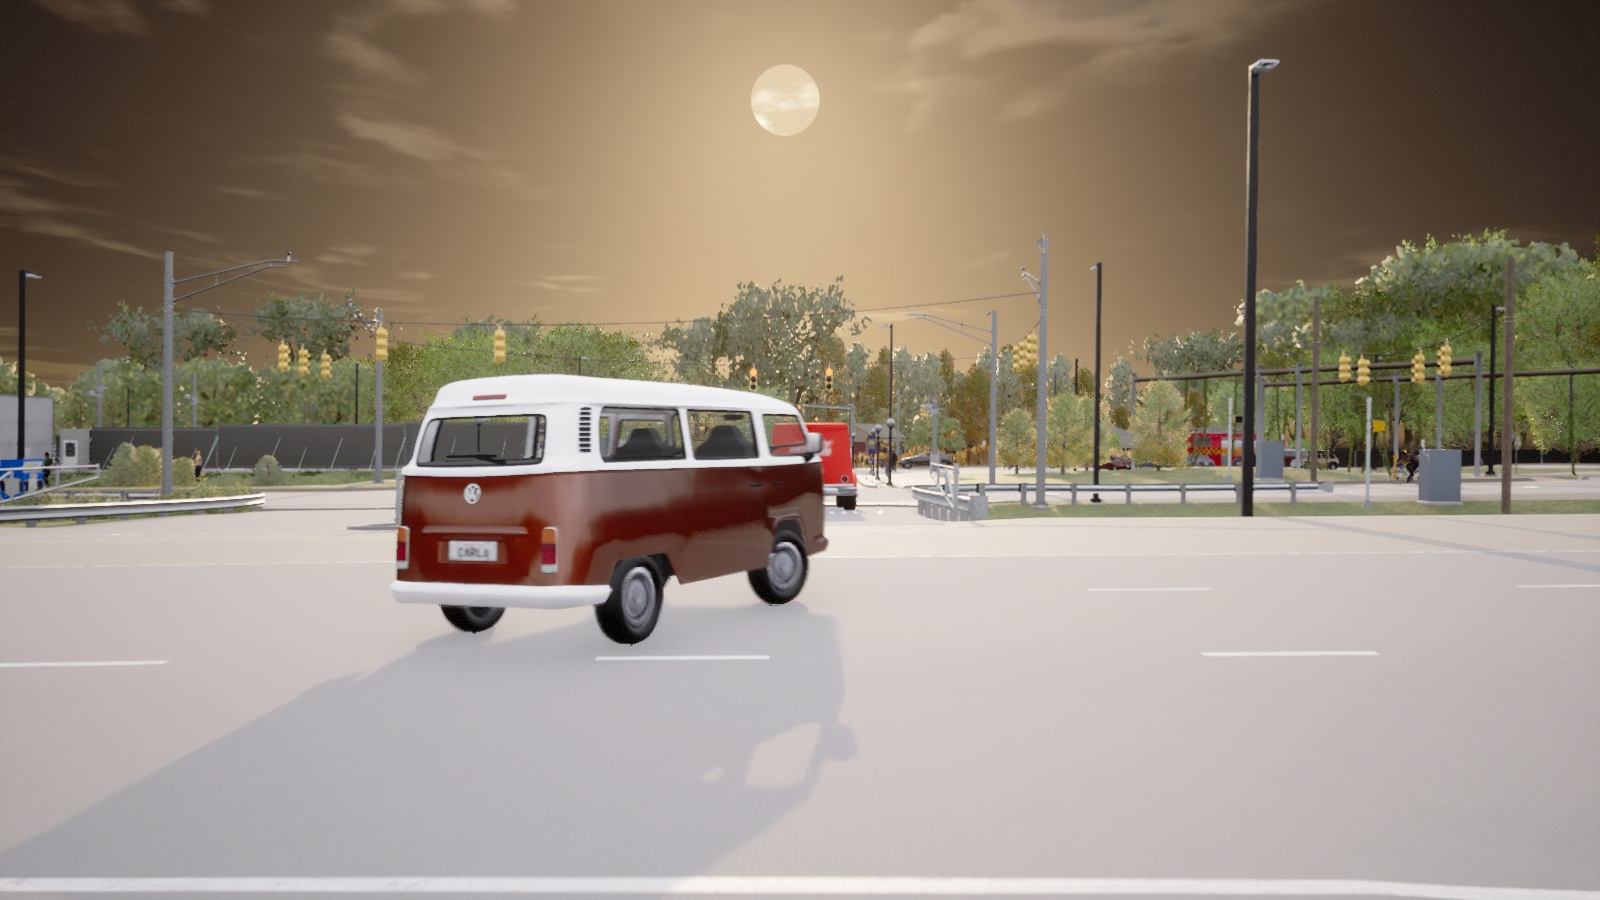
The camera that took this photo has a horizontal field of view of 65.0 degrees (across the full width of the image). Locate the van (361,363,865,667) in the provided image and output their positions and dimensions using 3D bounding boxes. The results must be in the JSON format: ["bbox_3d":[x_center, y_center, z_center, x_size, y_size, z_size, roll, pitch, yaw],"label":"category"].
[{"bbox_3d":[-1.309,0.427,10.880,2.069,2.038,4.480,-1,0,27],"label":"van"}]

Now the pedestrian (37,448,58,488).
[{"bbox_3d":[-37.428,0.897,62.441,0.788,1.949,0.423,1,1,3],"label":"pedestrian"}]

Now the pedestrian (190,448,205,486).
[{"bbox_3d":[-29.908,0.841,62.339,0.594,1.836,0.345,1,1,1],"label":"pedestrian"}]

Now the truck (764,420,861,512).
[{"bbox_3d":[0.389,0.499,36.761,2.627,2.467,5.204,-1,-1,1],"label":"truck"}]

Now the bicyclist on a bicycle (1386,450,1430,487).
[{"bbox_3d":[27.101,0.818,55.961,1.656,1.620,0.582,-1,1,0],"label":"bicyclist on a bicycle"}]
